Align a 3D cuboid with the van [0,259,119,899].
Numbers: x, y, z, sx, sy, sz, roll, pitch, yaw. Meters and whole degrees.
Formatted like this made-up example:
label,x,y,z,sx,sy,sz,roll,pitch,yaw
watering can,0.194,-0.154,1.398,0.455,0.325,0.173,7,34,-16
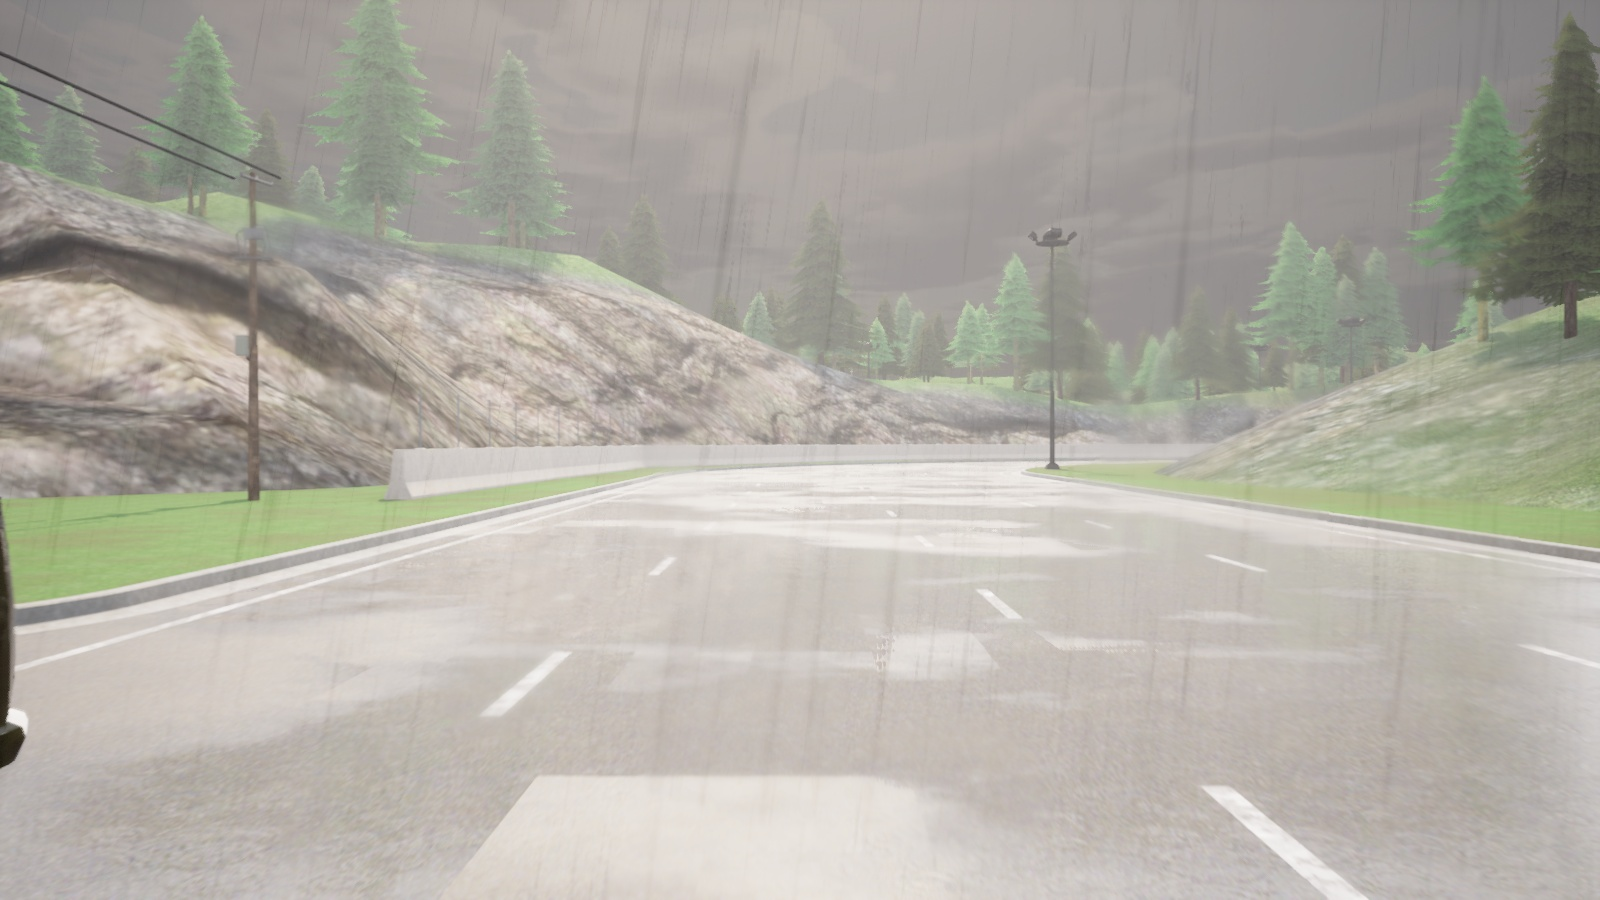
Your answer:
label,x,y,z,sx,sy,sz,roll,pitch,yaw
van,-3.472,0.456,2.223,2.069,2.038,4.480,0,1,0
